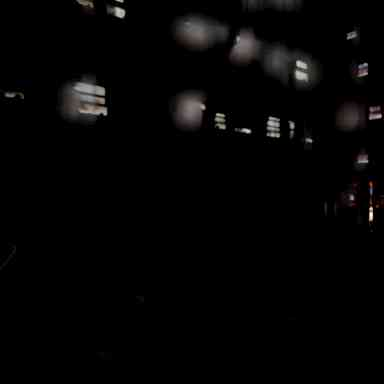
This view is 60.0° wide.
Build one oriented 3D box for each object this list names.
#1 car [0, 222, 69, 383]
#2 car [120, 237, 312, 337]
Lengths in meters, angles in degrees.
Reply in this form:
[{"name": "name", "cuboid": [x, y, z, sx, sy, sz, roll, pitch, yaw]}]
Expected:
[{"name": "car", "cuboid": [-3.862, 1.311, 3.338, 5.009, 1.841, 2.192, 0, 0, -36]}, {"name": "car", "cuboid": [0.681, 1.596, 6.590, 4.206, 1.307, 1.802, 0, 0, -36]}]
